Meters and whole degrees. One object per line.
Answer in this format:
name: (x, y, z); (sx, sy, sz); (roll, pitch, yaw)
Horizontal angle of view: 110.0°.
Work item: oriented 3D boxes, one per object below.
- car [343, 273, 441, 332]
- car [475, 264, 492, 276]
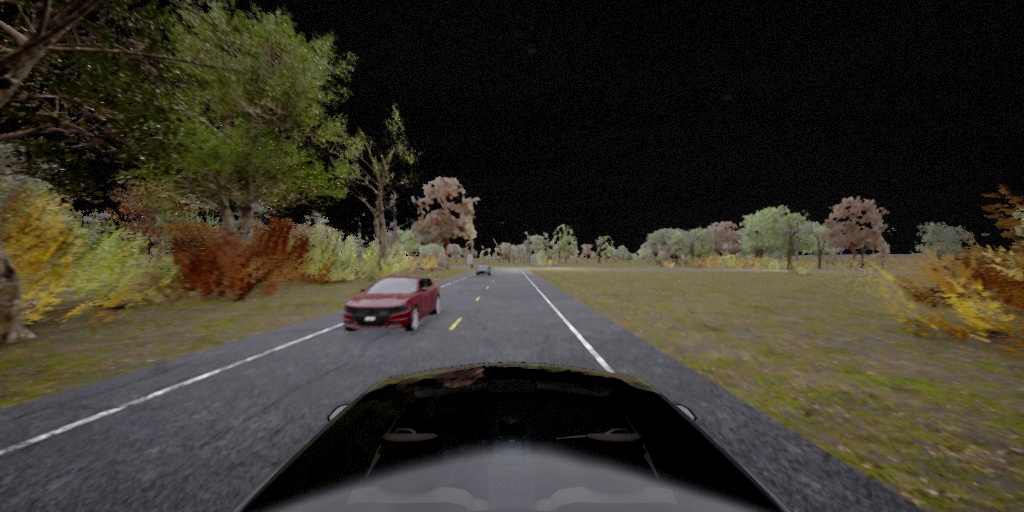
car: (-3.601, 1.346, 11.591); (1.882, 1.535, 5.008); (0, -1, 0)
car: (-3.591, 1.768, 45.726); (1.837, 1.490, 4.892); (0, 0, 0)
